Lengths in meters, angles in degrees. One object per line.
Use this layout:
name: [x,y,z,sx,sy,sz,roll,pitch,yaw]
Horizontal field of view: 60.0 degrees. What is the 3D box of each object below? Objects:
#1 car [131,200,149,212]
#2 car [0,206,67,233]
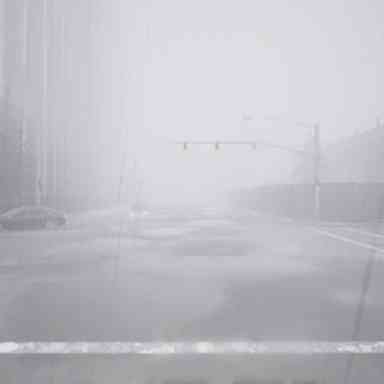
car: [-7.018,1.808,45.273,1.882,1.535,5.008,0,0,0]
car: [-10.575,1.716,21.117,4.892,1.490,1.837,0,5,-33]
